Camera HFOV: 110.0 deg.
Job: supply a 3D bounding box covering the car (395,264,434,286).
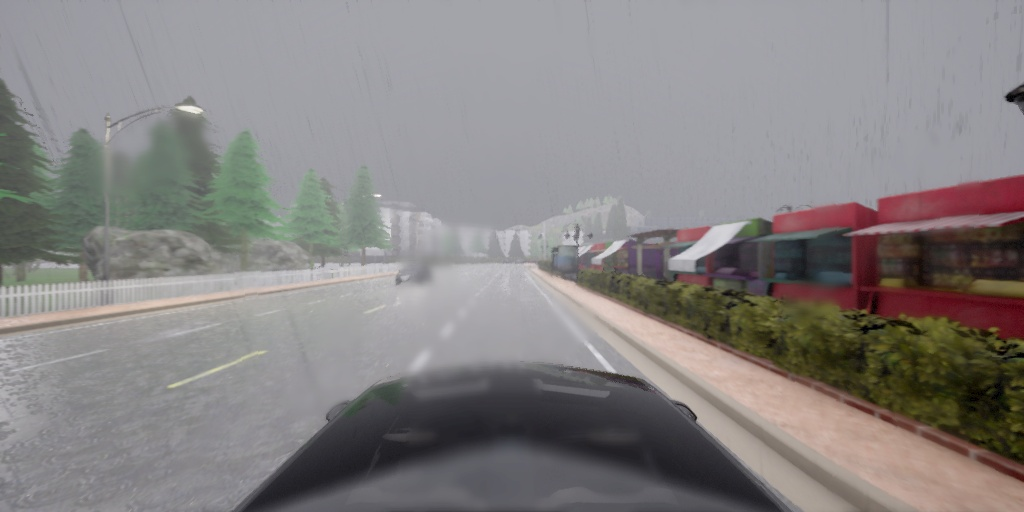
[{"bbox_3d":[-7.004,1.348,26.147,2.128,1.511,4.902,0,0,0],"label":"car"}]
